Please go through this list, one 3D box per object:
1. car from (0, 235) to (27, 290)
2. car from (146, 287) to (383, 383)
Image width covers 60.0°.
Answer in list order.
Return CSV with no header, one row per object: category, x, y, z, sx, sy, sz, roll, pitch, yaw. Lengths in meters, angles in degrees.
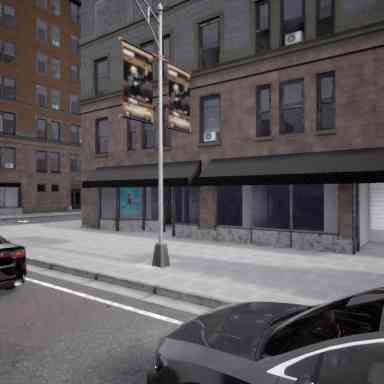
car,-5.911,1.478,7.878,5.008,1.535,1.882,0,0,35
car,1.823,1.505,2.388,4.892,1.490,1.837,0,0,35
